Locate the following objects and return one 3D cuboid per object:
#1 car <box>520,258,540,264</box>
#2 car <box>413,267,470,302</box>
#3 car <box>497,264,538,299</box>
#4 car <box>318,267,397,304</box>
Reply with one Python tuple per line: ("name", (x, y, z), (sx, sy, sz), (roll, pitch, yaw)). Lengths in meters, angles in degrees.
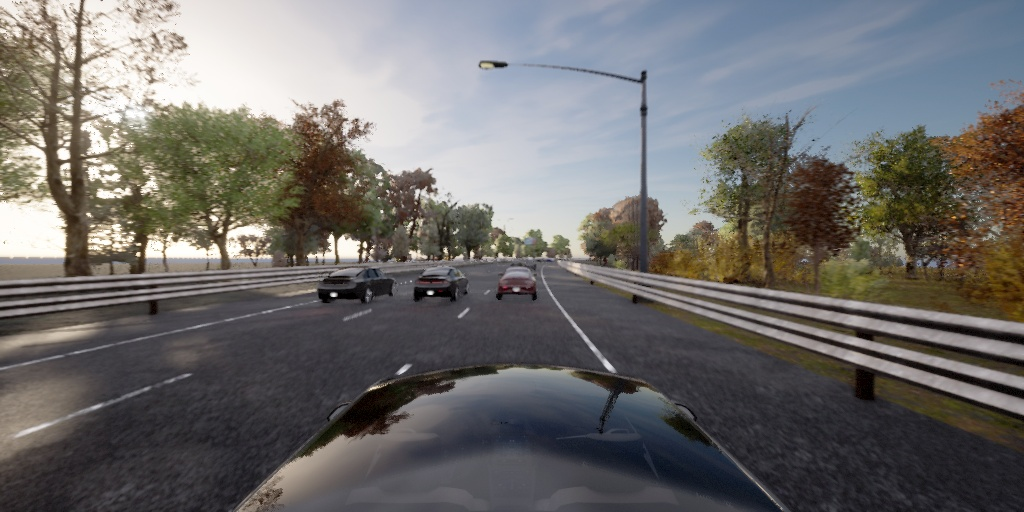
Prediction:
("car", (2.760, 1.317, 54.701), (2.128, 1.511, 4.902), (0, 0, 5))
("car", (-3.248, 1.261, 17.157), (1.837, 1.490, 4.892), (0, 0, 2))
("car", (0.299, 1.294, 18.042), (1.812, 1.442, 4.674), (0, 0, 3))
("car", (-6.786, 1.248, 16.269), (1.837, 1.490, 4.892), (0, 0, 2))
